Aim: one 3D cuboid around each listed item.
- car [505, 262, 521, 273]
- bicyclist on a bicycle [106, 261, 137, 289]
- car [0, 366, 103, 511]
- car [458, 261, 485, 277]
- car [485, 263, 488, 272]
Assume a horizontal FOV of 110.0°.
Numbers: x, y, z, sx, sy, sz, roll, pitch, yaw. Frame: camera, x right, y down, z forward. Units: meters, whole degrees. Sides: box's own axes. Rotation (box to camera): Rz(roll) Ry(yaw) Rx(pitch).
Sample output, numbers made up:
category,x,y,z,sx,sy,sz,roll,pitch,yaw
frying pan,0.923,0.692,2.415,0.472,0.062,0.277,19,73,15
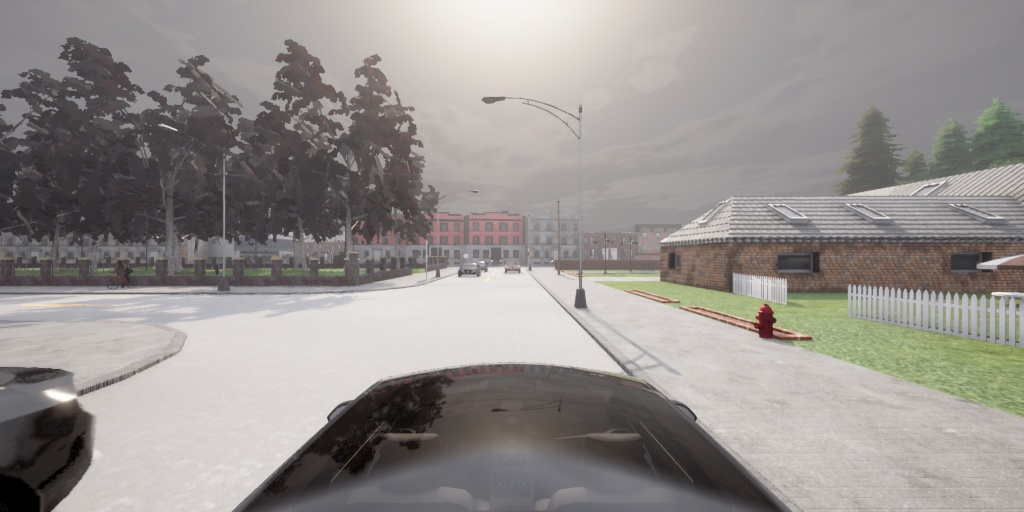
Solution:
category,x,y,z,sx,sy,sz,roll,pitch,yaw
car,0.069,1.351,43.573,1.895,1.301,4.718,0,0,0
bicyclist on a bicycle,-22.656,1.099,20.842,0.582,1.620,1.656,0,0,0
car,-3.940,1.241,0.467,2.128,1.511,4.902,0,0,2
car,-4.124,1.314,35.596,1.994,1.385,4.181,0,0,0
car,-4.108,1.314,45.581,1.994,1.385,4.181,0,0,0
